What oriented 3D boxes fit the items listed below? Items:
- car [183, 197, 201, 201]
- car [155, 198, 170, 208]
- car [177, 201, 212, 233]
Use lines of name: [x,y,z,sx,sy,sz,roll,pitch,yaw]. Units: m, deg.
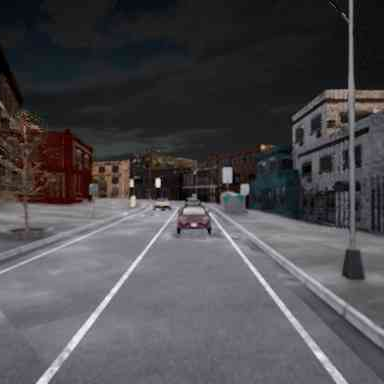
car: [0.025,1.330,39.452,2.128,1.511,4.902,0,0,-1]
car: [-3.846,1.420,43.584,1.895,1.301,4.718,0,0,-3]
car: [0.110,1.448,18.834,1.812,1.442,4.674,0,0,0]
